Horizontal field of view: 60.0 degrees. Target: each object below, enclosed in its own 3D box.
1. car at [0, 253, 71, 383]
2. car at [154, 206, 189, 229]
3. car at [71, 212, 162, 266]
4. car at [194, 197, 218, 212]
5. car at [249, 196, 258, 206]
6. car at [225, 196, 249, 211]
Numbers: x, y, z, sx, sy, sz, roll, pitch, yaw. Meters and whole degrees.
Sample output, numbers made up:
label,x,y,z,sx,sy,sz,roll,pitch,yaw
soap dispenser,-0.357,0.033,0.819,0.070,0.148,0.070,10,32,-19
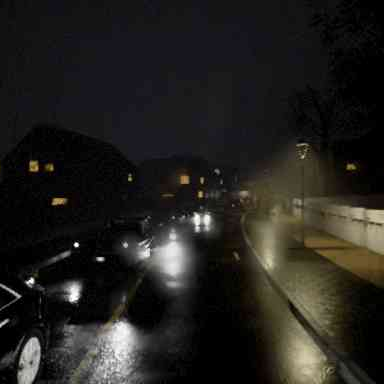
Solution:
label,x,y,z,sx,sy,sz,roll,pitch,yaw
car,-2.705,1.517,2.315,1.837,1.490,4.892,0,0,0
car,-1.457,1.561,21.430,1.895,1.301,4.718,0,0,9
car,-2.455,1.590,11.638,1.895,1.301,4.718,0,0,4
car,1.602,1.349,36.587,2.128,1.511,4.902,0,0,15
car,8.445,1.221,47.812,1.994,1.385,4.181,0,1,21
car,4.907,1.385,37.188,1.994,1.385,4.181,0,1,16
